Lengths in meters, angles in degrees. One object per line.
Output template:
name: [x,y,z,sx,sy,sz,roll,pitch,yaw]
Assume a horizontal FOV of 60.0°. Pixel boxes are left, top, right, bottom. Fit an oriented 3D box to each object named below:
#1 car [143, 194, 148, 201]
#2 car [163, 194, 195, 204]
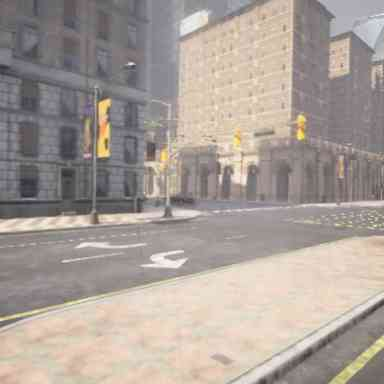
car: [-8.803,0.600,52.184,1.837,1.490,4.892,0,1,-43]
car: [-1.768,0.930,44.760,1.895,1.301,4.718,0,1,-44]
